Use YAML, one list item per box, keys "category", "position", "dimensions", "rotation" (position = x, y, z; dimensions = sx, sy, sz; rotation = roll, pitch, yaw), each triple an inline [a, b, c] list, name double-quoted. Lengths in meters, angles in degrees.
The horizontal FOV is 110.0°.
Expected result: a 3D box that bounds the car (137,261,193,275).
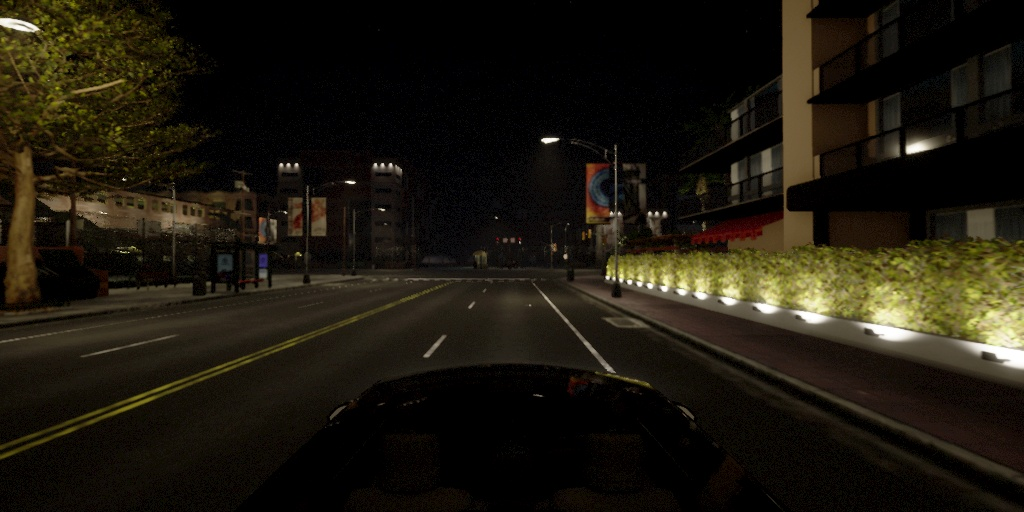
- category: "car"
  position: [-44.810, 1.369, 46.375]
  dimensions: [4.553, 1.767, 2.097]
  rotation: [0, -1, 1]
